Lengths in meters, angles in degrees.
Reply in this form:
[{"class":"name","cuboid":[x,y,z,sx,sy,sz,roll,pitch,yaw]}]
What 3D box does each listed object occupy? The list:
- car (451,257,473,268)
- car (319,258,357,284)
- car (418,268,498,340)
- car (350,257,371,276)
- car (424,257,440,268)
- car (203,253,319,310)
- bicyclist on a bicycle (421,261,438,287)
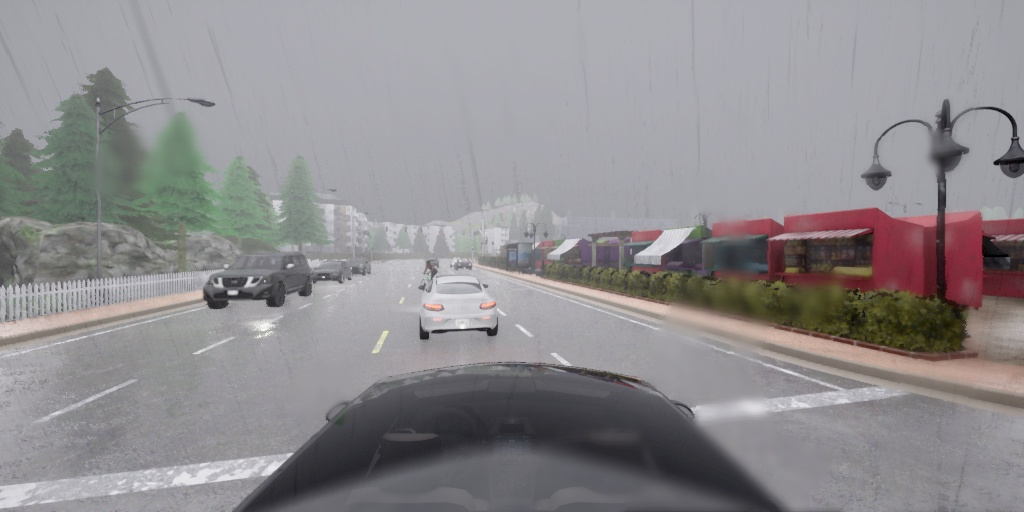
[{"class":"car","cuboid":[-6.014,1.049,43.798,1.895,1.301,4.718,0,0,-13]},{"class":"car","cuboid":[-12.559,1.089,25.192,1.837,1.490,4.892,0,0,-13]},{"class":"car","cuboid":[-1.560,1.225,9.848,1.812,1.442,4.674,0,0,-13]},{"class":"car","cuboid":[-14.487,0.875,33.320,2.097,1.767,4.553,0,0,-13]},{"class":"car","cuboid":[-11.309,0.900,50.810,1.837,1.490,4.892,0,0,-13]},{"class":"car","cuboid":[-10.083,0.885,14.814,2.150,2.045,5.566,0,0,-13]},{"class":"bicyclist on a bicycle","cuboid":[-4.483,1.079,19.671,0.582,1.620,1.656,0,1,24]}]
